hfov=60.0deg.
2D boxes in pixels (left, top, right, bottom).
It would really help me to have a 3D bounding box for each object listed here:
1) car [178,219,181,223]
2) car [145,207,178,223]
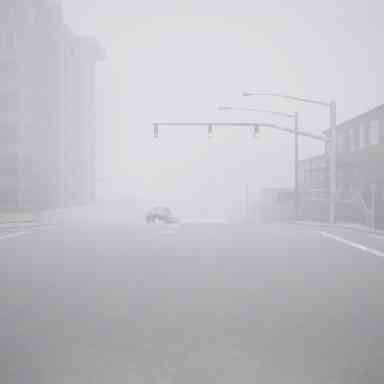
[{"bbox_3d":[-2.330,3.644,39.183,1.994,1.385,4.181,0,-12,2],"label":"car"},{"bbox_3d":[-2.669,1.953,28.381,2.033,1.411,5.357,0,-4,2],"label":"car"}]
